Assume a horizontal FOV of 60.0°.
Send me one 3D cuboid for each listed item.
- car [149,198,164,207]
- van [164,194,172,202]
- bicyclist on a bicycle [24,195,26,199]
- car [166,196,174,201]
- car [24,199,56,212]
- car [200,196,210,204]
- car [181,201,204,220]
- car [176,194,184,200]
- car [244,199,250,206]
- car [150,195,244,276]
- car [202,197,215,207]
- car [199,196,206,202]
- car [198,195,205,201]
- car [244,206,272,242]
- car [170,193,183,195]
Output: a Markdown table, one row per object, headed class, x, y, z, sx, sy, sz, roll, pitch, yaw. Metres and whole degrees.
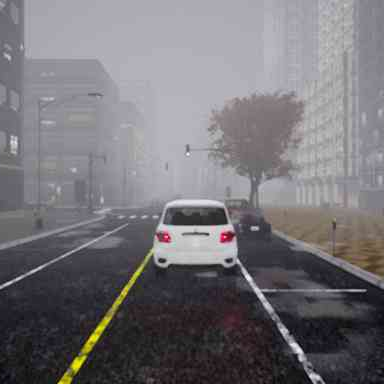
| class | x | y | z | sx | sy | sz | roll | pitch | yaw |
| --- | --- | --- | --- | --- | --- | --- | --- | --- | --- |
| car | -5.779 | 1.617 | 54.067 | 2.008 | 1.369 | 4.403 | 0 | 0 | 0 |
| van | -5.827 | 1.466 | 81.732 | 1.690 | 1.788 | 3.998 | 0 | 0 | 0 |
| bicyclist on a bicycle | -23.245 | 1.058 | 45.882 | 0.582 | 1.620 | 1.656 | 1 | 0 | -1 |
| car | -5.837 | 1.720 | 87.263 | 1.802 | 1.307 | 4.206 | 0 | 0 | 0 |
| car | -16.483 | 1.377 | 34.643 | 4.403 | 1.369 | 2.008 | 1 | -1 | -1 |
| car | 2.581 | 1.613 | 65.317 | 1.752 | 1.417 | 4.829 | 0 | 0 | 0 |
| car | 0.050 | 1.555 | 29.314 | 1.812 | 1.442 | 4.674 | 0 | 0 | 0 |
| car | -3.152 | 1.258 | 89.594 | 1.837 | 1.490 | 4.892 | 0 | 0 | 0 |
| car | 2.657 | 1.336 | 21.694 | 2.192 | 1.841 | 5.009 | 0 | 0 | 0 |
| car | 0.082 | 1.232 | 10.515 | 2.150 | 2.045 | 5.566 | 0 | 0 | 0 |
| car | 2.601 | 1.610 | 54.082 | 1.887 | 1.381 | 4.507 | 0 | 0 | 0 |
| car | 2.553 | 1.707 | 81.744 | 1.802 | 1.307 | 4.206 | 0 | 0 | 0 |
| car | 2.533 | 1.677 | 92.980 | 1.752 | 1.417 | 4.829 | 0 | 0 | 0 |
| car | 2.667 | 1.581 | 16.170 | 1.947 | 1.339 | 4.313 | 0 | 0 | 0 |
| car | -3.124 | 1.332 | 73.900 | 2.150 | 2.045 | 5.566 | 0 | 0 | 0 |
